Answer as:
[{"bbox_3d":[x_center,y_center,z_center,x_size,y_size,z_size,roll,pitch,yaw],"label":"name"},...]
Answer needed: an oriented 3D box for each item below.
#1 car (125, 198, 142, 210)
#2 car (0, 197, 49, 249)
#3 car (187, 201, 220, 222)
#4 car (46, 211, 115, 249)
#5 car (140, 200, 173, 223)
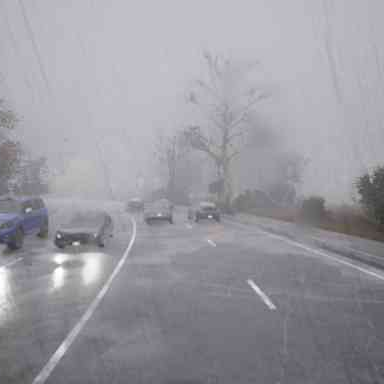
[{"bbox_3d":[-7.400,1.502,42.781,1.882,1.535,5.008,-1,0,-19],"label":"car"},{"bbox_3d":[-8.130,1.257,14.842,2.150,2.045,5.566,0,0,-7],"label":"car"},{"bbox_3d":[0.836,1.483,25.778,1.837,1.490,4.892,0,0,-11],"label":"car"},{"bbox_3d":[-4.650,1.567,15.157,2.033,1.411,5.357,0,0,-7],"label":"car"},{"bbox_3d":[-2.650,1.567,25.357,1.994,1.385,4.181,0,0,-11],"label":"car"}]
